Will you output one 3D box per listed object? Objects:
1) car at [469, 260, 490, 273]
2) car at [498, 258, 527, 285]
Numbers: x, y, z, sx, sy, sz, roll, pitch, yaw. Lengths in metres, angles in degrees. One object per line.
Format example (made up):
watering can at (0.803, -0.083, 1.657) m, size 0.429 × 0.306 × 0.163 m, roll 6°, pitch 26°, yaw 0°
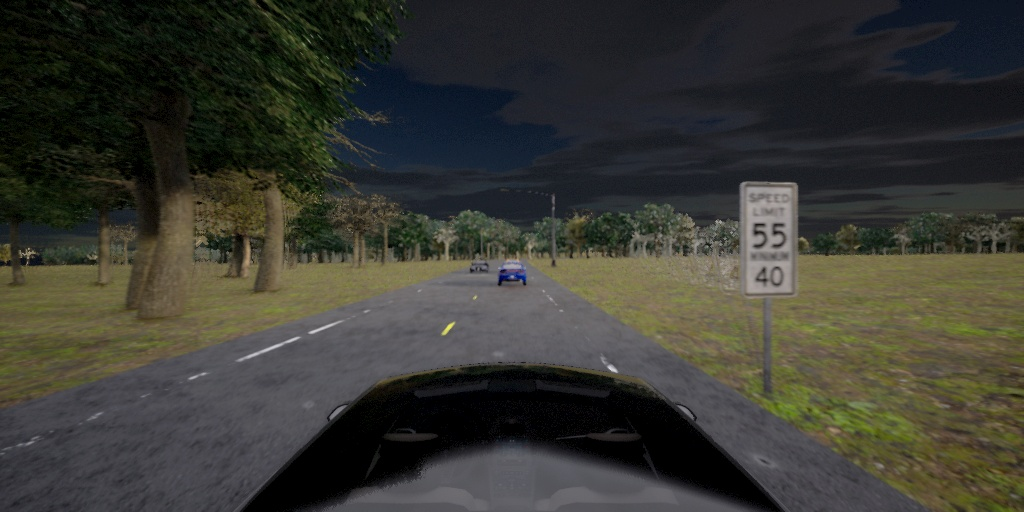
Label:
car at (-3.488, 1.139, 39.459) m, size 1.994 × 1.385 × 4.181 m, roll 0°, pitch 0°, yaw 0°
car at (0.020, 1.152, 25.110) m, size 1.882 × 1.535 × 5.008 m, roll 0°, pitch 0°, yaw 0°
